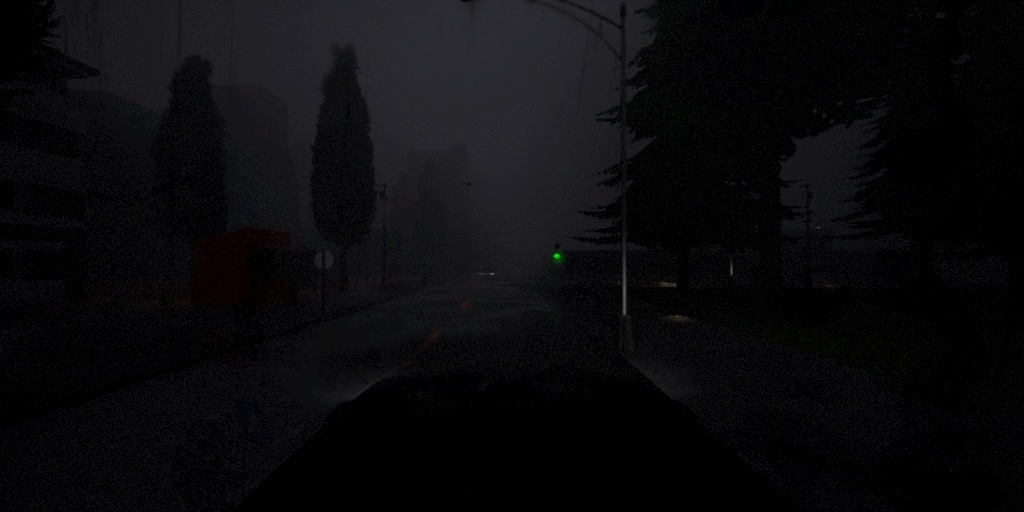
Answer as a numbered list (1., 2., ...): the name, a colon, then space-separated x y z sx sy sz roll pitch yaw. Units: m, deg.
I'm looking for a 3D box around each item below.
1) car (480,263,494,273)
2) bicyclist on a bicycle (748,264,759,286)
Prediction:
1. car: -4.106 1.901 59.612 2.097 1.767 4.553 0 -1 0
2. bicyclist on a bicycle: 18.114 1.444 26.749 0.582 1.620 1.656 0 -1 0
